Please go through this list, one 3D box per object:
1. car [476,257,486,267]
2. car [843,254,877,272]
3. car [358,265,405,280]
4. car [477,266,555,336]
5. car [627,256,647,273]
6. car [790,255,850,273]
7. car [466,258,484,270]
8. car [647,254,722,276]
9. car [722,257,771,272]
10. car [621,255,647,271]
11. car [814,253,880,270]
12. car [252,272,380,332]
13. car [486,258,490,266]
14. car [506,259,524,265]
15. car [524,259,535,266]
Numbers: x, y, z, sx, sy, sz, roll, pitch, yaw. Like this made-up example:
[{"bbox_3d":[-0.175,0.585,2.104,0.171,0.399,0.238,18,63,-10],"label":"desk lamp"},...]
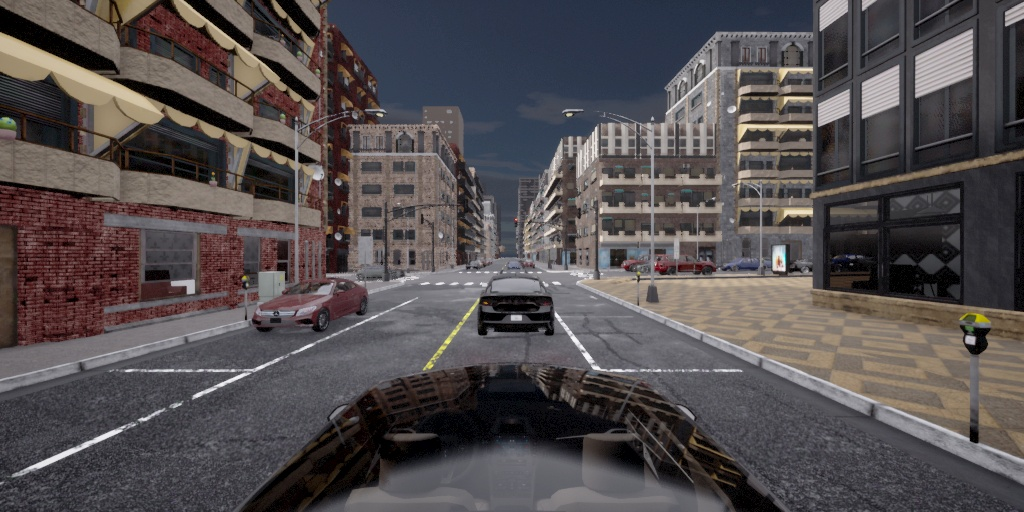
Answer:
[{"bbox_3d":[-5.690,1.293,58.342,1.751,1.417,4.829,0,0,0],"label":"car"},{"bbox_3d":[31.351,0.717,30.930,4.313,1.339,1.948,0,0,0],"label":"car"},{"bbox_3d":[-12.069,1.517,33.142,4.181,1.385,1.994,-1,0,-1],"label":"car"},{"bbox_3d":[0.099,1.227,10.465,1.882,1.535,5.008,0,0,0],"label":"car"},{"bbox_3d":[14.446,1.021,36.572,4.181,1.385,1.994,-1,0,-1],"label":"car"},{"bbox_3d":[25.803,0.822,30.881,4.313,1.339,1.948,0,0,0],"label":"car"},{"bbox_3d":[-5.689,1.330,52.829,1.948,1.339,4.313,0,0,0],"label":"car"},{"bbox_3d":[14.710,0.778,30.785,5.009,1.841,2.192,0,0,0],"label":"car"},{"bbox_3d":[23.841,0.829,36.654,5.357,1.411,2.033,-1,0,-1],"label":"car"},{"bbox_3d":[14.575,0.764,39.164,5.009,1.841,2.192,0,0,0],"label":"car"},{"bbox_3d":[34.277,0.562,36.734,5.008,1.535,1.882,-1,0,0],"label":"car"},{"bbox_3d":[-5.742,1.332,10.806,1.802,1.307,4.207,0,0,0],"label":"car"},{"bbox_3d":[-5.689,1.086,64.194,2.192,1.841,5.009,0,0,0],"label":"car"},{"bbox_3d":[0.188,1.311,51.837,2.033,1.411,5.357,0,0,-1],"label":"car"},{"bbox_3d":[2.691,1.207,58.513,1.967,1.591,4.097,0,0,0],"label":"car"}]
